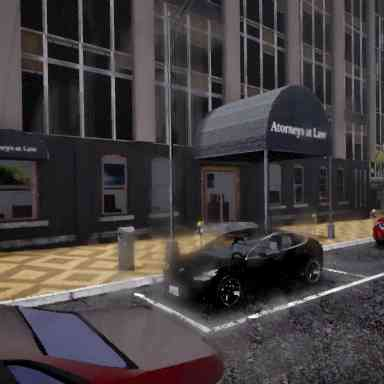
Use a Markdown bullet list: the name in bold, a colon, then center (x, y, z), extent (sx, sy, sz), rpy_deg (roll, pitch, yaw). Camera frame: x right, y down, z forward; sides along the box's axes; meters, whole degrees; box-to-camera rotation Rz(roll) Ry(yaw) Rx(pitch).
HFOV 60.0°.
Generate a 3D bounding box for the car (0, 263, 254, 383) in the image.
- **car**: center (-2.146, 1.548, 1.787), extent (5.357, 1.411, 2.033), rpy_deg (0, 0, -37)

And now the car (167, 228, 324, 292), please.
- **car**: center (1.380, 1.564, 7.856), extent (4.313, 1.339, 1.947), rpy_deg (0, -1, -37)

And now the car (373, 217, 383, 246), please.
- **car**: center (9.651, 1.310, 14.066), extent (5.009, 1.841, 2.192), rpy_deg (0, -1, -37)
